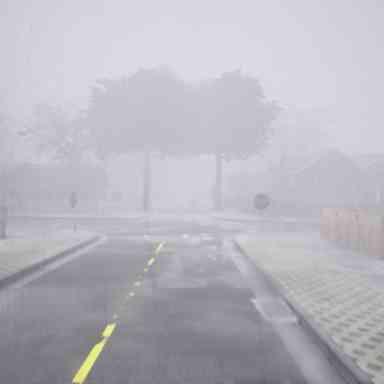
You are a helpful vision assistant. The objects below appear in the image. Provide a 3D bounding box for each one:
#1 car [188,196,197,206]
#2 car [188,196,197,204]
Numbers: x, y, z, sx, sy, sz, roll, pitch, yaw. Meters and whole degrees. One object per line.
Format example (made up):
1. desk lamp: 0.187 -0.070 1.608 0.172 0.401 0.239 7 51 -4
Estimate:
1. car: 0.102 2.070 67.333 1.994 1.385 4.181 0 -1 0
2. car: 0.117 1.883 77.354 2.097 1.767 4.553 0 -1 0
